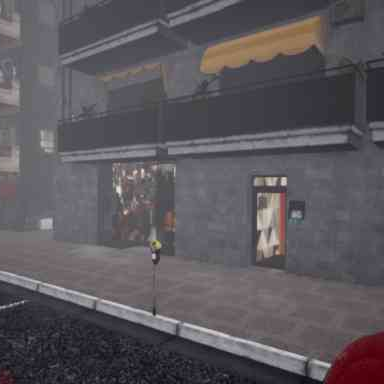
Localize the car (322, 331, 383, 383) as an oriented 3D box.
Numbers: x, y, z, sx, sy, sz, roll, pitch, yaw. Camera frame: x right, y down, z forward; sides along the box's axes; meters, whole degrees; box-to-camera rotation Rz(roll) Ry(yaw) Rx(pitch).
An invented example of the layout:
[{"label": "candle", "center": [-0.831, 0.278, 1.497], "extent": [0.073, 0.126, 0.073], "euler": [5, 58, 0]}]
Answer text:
[{"label": "car", "center": [2.855, 1.314, 0.825], "extent": [5.009, 1.841, 2.192], "euler": [0, 1, 35]}]
